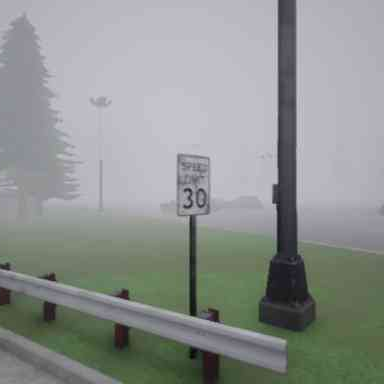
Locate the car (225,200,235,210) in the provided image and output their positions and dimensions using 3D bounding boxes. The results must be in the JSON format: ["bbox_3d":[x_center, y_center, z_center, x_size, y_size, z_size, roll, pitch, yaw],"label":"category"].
[{"bbox_3d":[2.983,1.522,42.220,1.812,1.442,4.674,0,0,-32],"label":"car"}]

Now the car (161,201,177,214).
[{"bbox_3d":[-1.619,1.599,36.391,1.895,1.301,4.718,0,0,-32],"label":"car"}]

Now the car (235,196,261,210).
[{"bbox_3d":[6.749,1.346,42.820,2.097,1.767,4.553,0,0,-32],"label":"car"}]

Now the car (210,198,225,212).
[{"bbox_3d":[1.354,1.598,38.239,1.895,1.301,4.718,0,0,-32],"label":"car"}]

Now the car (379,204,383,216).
[{"bbox_3d":[17.480,1.212,25.547,2.150,2.045,5.566,0,0,-32],"label":"car"}]
